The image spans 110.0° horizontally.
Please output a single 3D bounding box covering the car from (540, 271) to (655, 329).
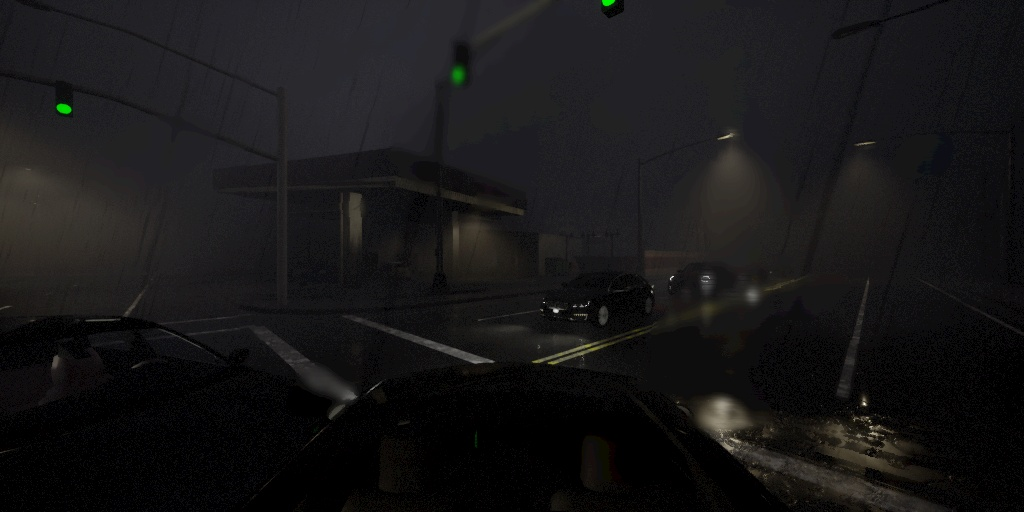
[{"bbox_3d":[2.916,1.255,11.550,1.837,1.490,4.892,0,0,45],"label":"car"}]

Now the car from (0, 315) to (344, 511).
[{"bbox_3d":[-3.413,1.242,2.551,4.902,1.511,2.128,0,0,15],"label":"car"}]

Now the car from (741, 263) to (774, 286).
[{"bbox_3d":[16.722,1.314,25.265,1.994,1.385,4.181,0,0,44],"label":"car"}]

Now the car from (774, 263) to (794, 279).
[{"bbox_3d":[23.877,1.314,32.297,4.181,1.385,1.994,0,0,-44],"label":"car"}]

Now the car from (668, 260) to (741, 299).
[{"bbox_3d":[9.775,1.102,18.375,4.553,1.767,2.097,0,0,-45],"label":"car"}]
